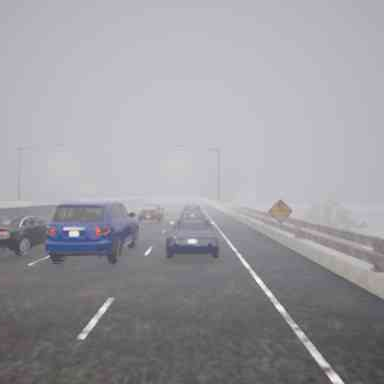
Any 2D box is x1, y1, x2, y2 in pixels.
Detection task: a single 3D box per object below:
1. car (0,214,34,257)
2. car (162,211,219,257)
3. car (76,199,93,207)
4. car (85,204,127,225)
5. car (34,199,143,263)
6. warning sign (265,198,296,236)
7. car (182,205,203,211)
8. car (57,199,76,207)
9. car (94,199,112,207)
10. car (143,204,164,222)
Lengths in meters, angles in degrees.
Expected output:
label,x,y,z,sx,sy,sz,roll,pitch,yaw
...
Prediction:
label,x,y,z,sx,sy,sz,roll,pitch,yaw
car,-6.973,1.624,13.509,2.128,1.511,4.902,0,0,0
car,0.029,1.696,13.533,1.994,1.385,4.181,0,0,0
car,-20.977,2.120,65.277,1.812,1.442,4.674,0,0,0
car,-6.979,1.809,27.516,2.033,1.411,5.357,0,-1,0
car,-3.482,1.347,12.556,2.150,2.045,5.566,0,0,0
warning sign,4.565,1.282,17.251,1.300,1.860,1.060,1,0,0
car,0.032,1.835,28.463,1.994,1.385,4.181,0,0,1
car,-24.477,2.095,65.238,1.837,1.490,4.892,0,0,0
car,-17.478,2.140,65.427,2.033,1.411,5.357,0,0,0
car,-3.465,1.799,28.899,1.812,1.442,4.674,0,0,0
